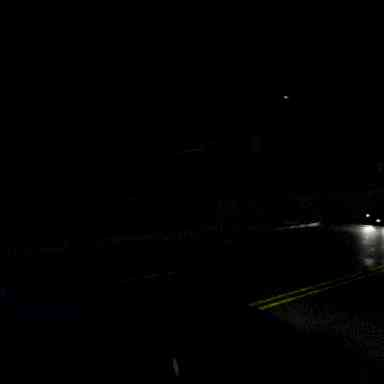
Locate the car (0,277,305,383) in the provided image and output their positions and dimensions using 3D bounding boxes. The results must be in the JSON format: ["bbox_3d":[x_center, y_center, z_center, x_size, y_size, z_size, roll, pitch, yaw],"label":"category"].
[{"bbox_3d":[-1.175,1.476,2.601,5.008,1.535,1.882,0,0,-36],"label":"car"}]

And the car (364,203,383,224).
[{"bbox_3d":[13.048,1.223,20.993,5.357,1.411,2.033,-2,1,-36],"label":"car"}]
